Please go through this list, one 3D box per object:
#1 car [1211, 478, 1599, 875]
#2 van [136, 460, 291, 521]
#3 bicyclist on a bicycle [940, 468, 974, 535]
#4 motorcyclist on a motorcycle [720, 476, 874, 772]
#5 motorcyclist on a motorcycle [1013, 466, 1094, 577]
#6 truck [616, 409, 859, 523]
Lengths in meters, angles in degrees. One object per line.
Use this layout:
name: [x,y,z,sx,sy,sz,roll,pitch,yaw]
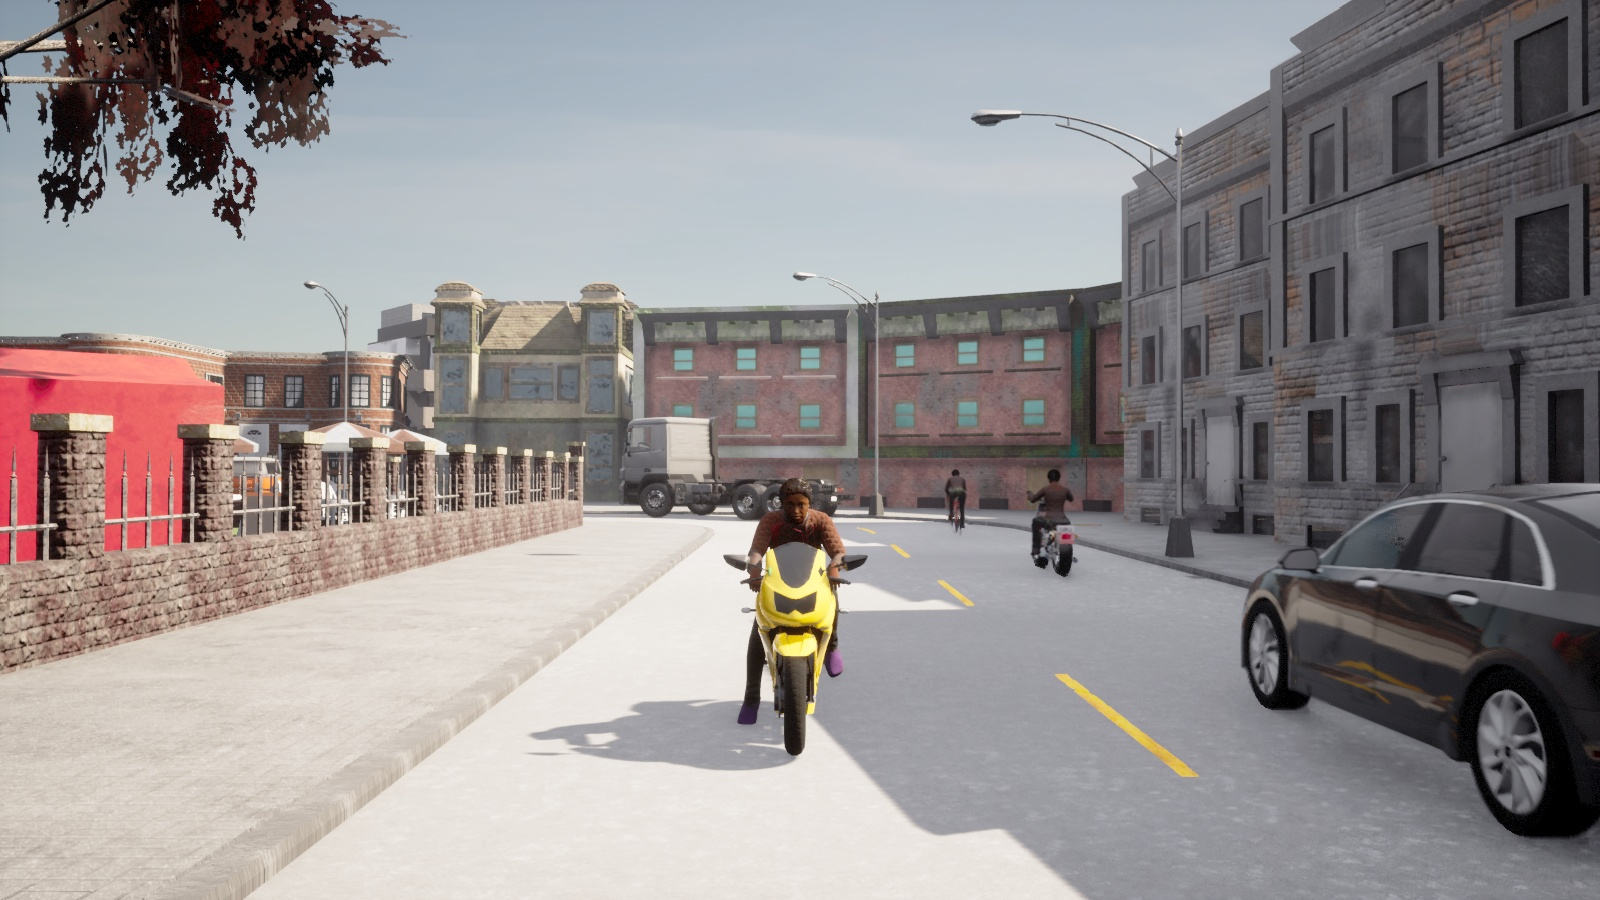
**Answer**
car: [3.982,0.919,6.872,1.837,1.490,4.892,0,-1,0]
van: [-19.921,1.363,42.747,4.442,1.987,1.775,0,-1,0]
bicyclist on a bicycle: [3.902,1.276,31.289,0.582,1.620,1.656,-1,-1,-1]
motorcyclist on a motorcycle: [-0.020,0.923,7.552,0.797,1.523,2.044,0,-1,0]
motorcyclist on a motorcycle: [3.948,1.080,19.741,0.766,1.649,2.350,0,-1,0]
truck: [-2.181,0.540,41.610,7.936,3.462,2.891,-1,-1,35]
